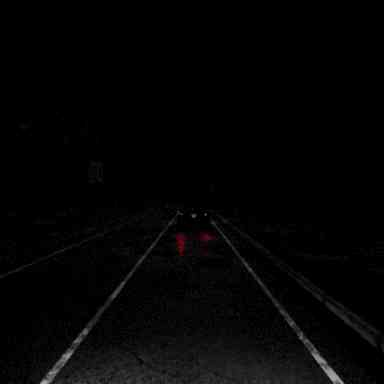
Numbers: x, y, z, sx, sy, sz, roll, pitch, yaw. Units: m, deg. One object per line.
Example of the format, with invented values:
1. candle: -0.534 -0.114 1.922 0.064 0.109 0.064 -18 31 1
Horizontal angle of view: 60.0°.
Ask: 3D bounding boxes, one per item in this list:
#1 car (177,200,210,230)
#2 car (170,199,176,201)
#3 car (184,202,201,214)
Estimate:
1. car: 0.100 1.565 23.027 2.097 1.767 4.553 0 -1 0
2. car: -4.218 1.887 78.656 2.033 1.411 5.357 0 -1 -8
3. car: 0.100 1.950 41.254 1.994 1.385 4.181 0 -1 0
